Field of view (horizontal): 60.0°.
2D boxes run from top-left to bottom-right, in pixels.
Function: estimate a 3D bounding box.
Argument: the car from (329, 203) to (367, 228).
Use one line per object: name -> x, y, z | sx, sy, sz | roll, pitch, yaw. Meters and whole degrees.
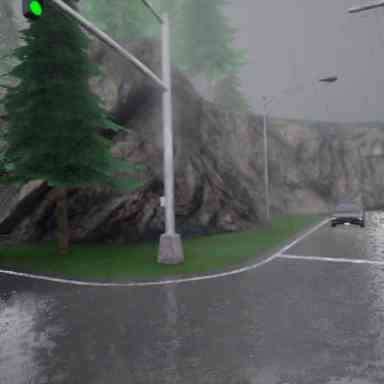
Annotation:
car -> 9.871, 1.382, 21.005 | 2.033, 1.411, 5.357 | -2, 0, 27
